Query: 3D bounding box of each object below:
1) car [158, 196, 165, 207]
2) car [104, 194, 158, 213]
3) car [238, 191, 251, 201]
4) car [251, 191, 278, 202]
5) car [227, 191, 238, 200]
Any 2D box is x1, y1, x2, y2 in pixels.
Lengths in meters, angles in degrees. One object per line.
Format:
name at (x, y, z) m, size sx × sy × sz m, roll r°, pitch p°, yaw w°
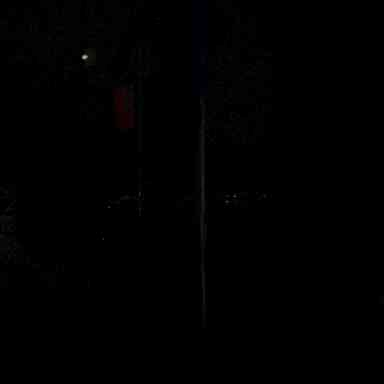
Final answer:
car at (-4.772, 0.930, 35.301) m, size 1.994 × 1.385 × 4.181 m, roll 0°, pitch 1°, yaw 35°
car at (-5.385, 0.949, 28.782) m, size 1.812 × 1.442 × 4.674 m, roll 0°, pitch 0°, yaw 35°
car at (9.382, 0.576, 49.628) m, size 2.033 × 1.411 × 5.357 m, roll 0°, pitch 1°, yaw 35°
car at (10.151, 0.593, 44.963) m, size 1.812 × 1.442 × 4.674 m, roll 0°, pitch 1°, yaw 36°
car at (7.177, 0.568, 52.131) m, size 1.837 × 1.490 × 4.892 m, roll 0°, pitch 1°, yaw 35°
